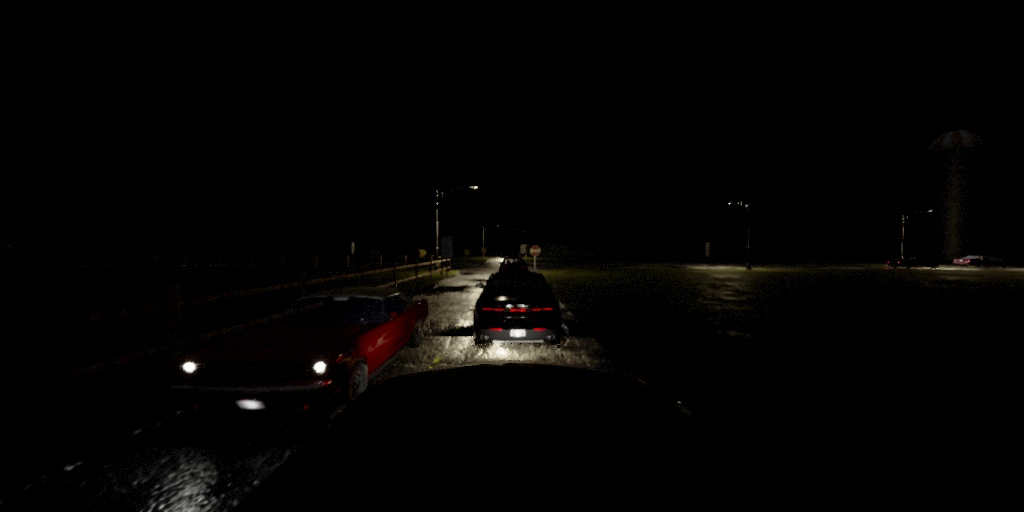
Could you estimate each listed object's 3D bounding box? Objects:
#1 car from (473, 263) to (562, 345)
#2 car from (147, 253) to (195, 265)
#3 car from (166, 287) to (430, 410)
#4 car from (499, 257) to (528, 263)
[{"bbox_3d":[0.105,1.119,9.040,1.837,1.490,4.892,0,1,0],"label":"car"},{"bbox_3d":[-41.958,0.360,44.216,4.902,1.511,2.128,0,2,1],"label":"car"},{"bbox_3d":[-2.847,1.268,6.106,1.895,1.301,4.718,0,1,0],"label":"car"},{"bbox_3d":[0.112,0.802,24.748,1.882,1.535,5.008,0,1,0],"label":"car"}]
